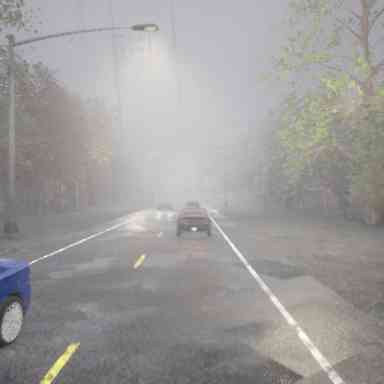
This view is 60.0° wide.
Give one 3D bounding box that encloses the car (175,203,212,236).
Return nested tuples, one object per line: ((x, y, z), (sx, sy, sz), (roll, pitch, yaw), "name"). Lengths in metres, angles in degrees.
((0.108, 1.614, 19.152), (1.837, 1.490, 4.892), (0, 0, 0), "car")

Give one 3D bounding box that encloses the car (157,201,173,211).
((-3.555, 1.845, 44.753), (1.895, 1.301, 4.718), (0, 0, 0), "car")

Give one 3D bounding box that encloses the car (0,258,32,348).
((-3.601, 1.499, 3.514), (1.882, 1.535, 5.008), (0, 0, 0), "car")

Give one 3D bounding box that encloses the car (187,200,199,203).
((0.116, 1.730, 40.999), (1.837, 1.490, 4.892), (0, 0, 0), "car")
